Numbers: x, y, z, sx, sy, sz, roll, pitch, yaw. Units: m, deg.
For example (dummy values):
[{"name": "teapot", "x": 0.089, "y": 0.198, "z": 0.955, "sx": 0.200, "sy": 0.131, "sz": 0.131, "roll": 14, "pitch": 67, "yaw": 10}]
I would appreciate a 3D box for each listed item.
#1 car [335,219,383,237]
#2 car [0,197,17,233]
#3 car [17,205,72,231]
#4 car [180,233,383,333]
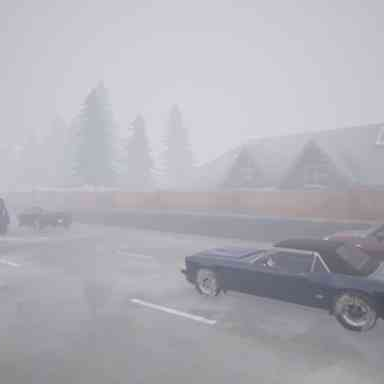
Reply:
[{"name": "car", "x": 5.552, "y": 1.392, "z": 8.723, "sx": 4.553, "sy": 1.767, "sz": 2.097, "roll": 0, "pitch": 0, "yaw": 36}, {"name": "car", "x": -12.344, "y": 1.287, "z": 19.093, "sx": 5.566, "sy": 2.045, "sz": 2.150, "roll": 0, "pitch": 0, "yaw": 44}, {"name": "car", "x": -9.532, "y": 1.554, "z": 21.274, "sx": 5.008, "sy": 1.535, "sz": 1.882, "roll": 0, "pitch": 0, "yaw": 44}, {"name": "car", "x": 2.071, "y": 1.631, "z": 6.894, "sx": 4.718, "sy": 1.301, "sz": 1.895, "roll": 0, "pitch": 0, "yaw": 37}]
